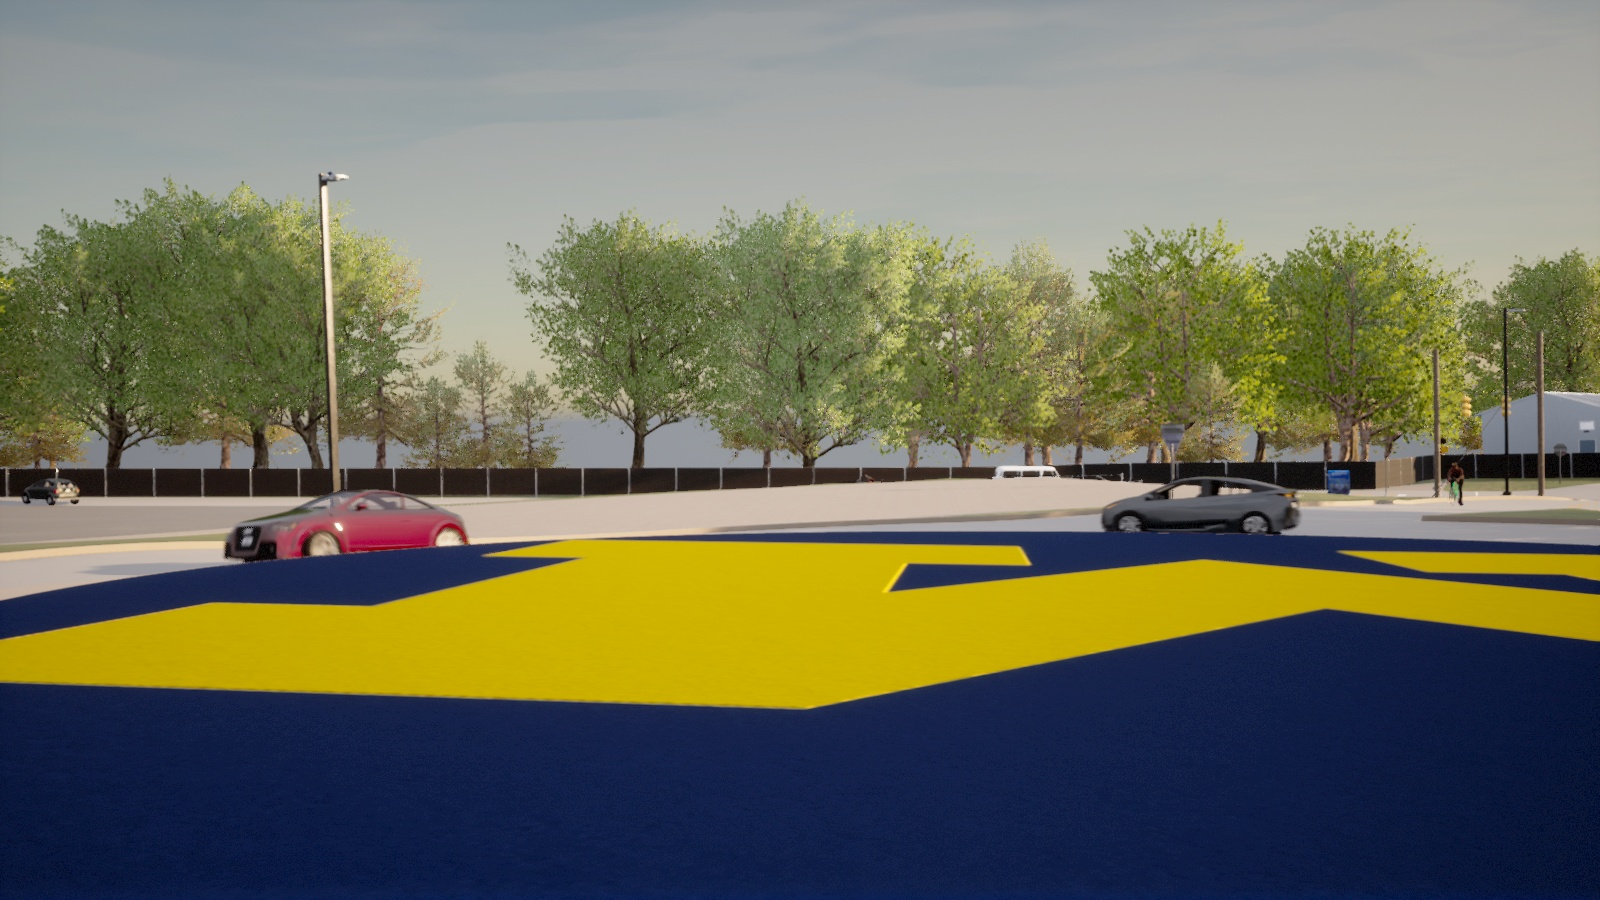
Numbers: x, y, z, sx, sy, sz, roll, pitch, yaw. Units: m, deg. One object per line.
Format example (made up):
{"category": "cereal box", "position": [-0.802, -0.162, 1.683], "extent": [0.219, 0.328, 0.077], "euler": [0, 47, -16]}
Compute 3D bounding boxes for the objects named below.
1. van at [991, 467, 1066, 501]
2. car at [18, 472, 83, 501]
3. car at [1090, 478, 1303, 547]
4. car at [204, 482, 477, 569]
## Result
{"category": "van", "position": [14.580, 2.169, 80.365], "extent": [4.480, 2.038, 2.069], "euler": [-1, 2, 1]}
{"category": "car", "position": [-45.801, 2.213, 76.727], "extent": [3.705, 1.549, 1.789], "euler": [1, 2, 29]}
{"category": "car", "position": [9.420, 1.436, 29.878], "extent": [4.514, 1.525, 2.007], "euler": [-1, -1, 29]}
{"category": "car", "position": [-8.114, 1.353, 22.491], "extent": [1.994, 1.385, 4.181], "euler": [-4, -5, 36]}
